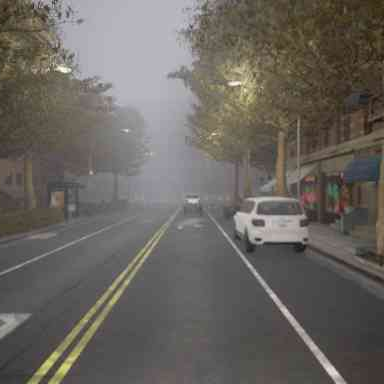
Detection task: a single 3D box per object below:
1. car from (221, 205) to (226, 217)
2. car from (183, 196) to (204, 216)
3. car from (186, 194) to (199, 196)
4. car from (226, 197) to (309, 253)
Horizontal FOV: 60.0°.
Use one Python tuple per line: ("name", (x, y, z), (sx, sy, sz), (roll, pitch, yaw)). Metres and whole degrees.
("car", (3.655, 1.472, 28.286), (2.231, 1.521, 4.892), (0, 0, 0))
("car", (0.103, 1.480, 32.650), (2.128, 1.511, 4.902), (0, 0, 0))
("car", (0.076, 1.208, 43.296), (2.150, 2.045, 5.566), (0, 0, 0))
("car", (3.063, 1.224, 13.920), (2.435, 2.045, 5.566), (0, 0, 0))
